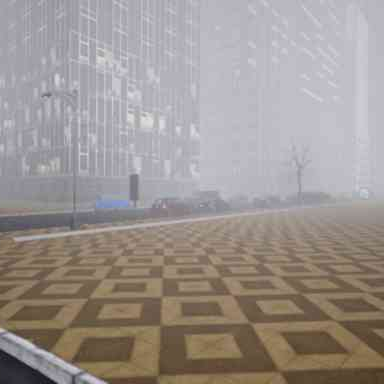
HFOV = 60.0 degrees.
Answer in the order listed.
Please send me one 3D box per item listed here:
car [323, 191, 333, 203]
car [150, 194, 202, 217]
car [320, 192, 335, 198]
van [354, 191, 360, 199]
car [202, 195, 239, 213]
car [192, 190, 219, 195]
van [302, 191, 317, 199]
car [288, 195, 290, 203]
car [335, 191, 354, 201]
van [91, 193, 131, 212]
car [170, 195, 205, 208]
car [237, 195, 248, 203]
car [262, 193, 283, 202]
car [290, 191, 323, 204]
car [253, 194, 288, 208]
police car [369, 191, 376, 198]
[{"bbox_3d":[20.638,0.789,53.362,2.192,1.841,5.009,1,1,41],"label":"car"},{"bbox_3d":[-1.456,1.181,27.348,1.967,1.590,4.097,1,1,41],"label":"car"},{"bbox_3d":[32.770,0.757,80.444,1.947,1.339,4.313,1,1,41],"label":"car"},{"bbox_3d":[35.430,0.639,70.654,1.690,1.788,3.998,1,1,41],"label":"van"},{"bbox_3d":[2.198,1.262,31.709,1.947,1.339,4.313,1,1,41],"label":"car"},{"bbox_3d":[1.191,0.832,39.536,2.150,2.045,5.566,1,1,41],"label":"car"},{"bbox_3d":[25.376,0.620,71.793,1.690,1.788,3.998,1,1,41],"label":"van"},{"bbox_3d":[16.740,0.954,52.958,1.882,1.535,5.008,1,1,41],"label":"car"},{"bbox_3d":[28.143,0.910,62.140,1.752,1.417,4.829,1,1,41],"label":"car"},{"bbox_3d":[-7.996,1.017,32.966,1.690,1.788,3.998,1,1,41],"label":"van"},{"bbox_3d":[-0.517,1.132,41.542,1.887,1.381,4.507,1,1,41],"label":"car"},{"bbox_3d":[6.884,1.065,50.182,1.947,1.339,4.313,1,1,41],"label":"car"},{"bbox_3d":[14.281,0.977,58.828,1.947,1.339,4.313,1,1,41],"label":"car"},{"bbox_3d":[16.941,0.833,49.039,2.192,1.841,5.009,1,1,41],"label":"car"},{"bbox_3d":[9.543,1.189,40.397,1.802,1.307,4.206,1,1,41],"label":"car"},{"bbox_3d":[42.811,0.631,79.796,1.930,1.638,5.238,1,1,41],"label":"police car"}]
